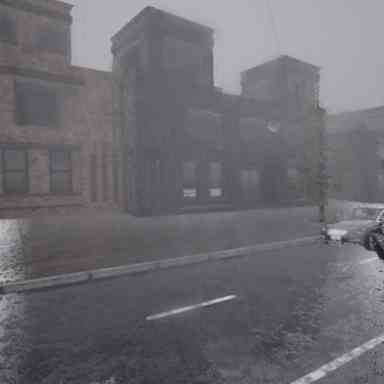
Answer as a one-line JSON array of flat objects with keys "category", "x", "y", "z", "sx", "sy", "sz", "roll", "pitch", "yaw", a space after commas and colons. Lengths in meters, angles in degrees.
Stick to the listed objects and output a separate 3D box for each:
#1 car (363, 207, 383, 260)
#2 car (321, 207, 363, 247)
[{"category": "car", "x": 8.039, "y": 1.106, "z": 10.699, "sx": 5.566, "sy": 2.045, "sz": 2.150, "roll": -1, "pitch": 0, "yaw": -37}, {"category": "car", "x": 7.205, "y": 1.368, "z": 13.575, "sx": 4.902, "sy": 1.511, "sz": 2.128, "roll": -1, "pitch": 0, "yaw": -37}]
